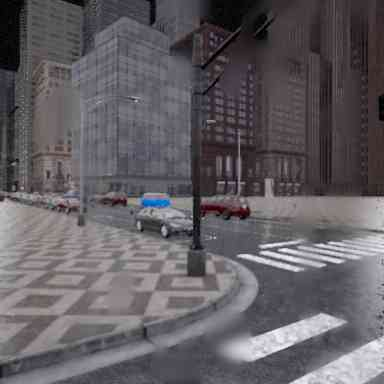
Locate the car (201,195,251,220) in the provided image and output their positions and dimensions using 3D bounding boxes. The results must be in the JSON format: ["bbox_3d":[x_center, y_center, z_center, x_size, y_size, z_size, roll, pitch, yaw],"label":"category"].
[{"bbox_3d":[2.429,1.157,26.108,2.192,1.841,5.009,1,0,-35],"label":"car"}]

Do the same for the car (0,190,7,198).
[{"bbox_3d":[-39.334,0.665,70.109,1.947,1.339,4.313,1,0,-35],"label":"car"}]

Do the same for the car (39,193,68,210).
[{"bbox_3d":[-14.020,1.128,34.520,2.008,1.369,4.403,1,0,-35],"label":"car"}]

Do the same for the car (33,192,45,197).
[{"bbox_3d":[-38.714,0.603,83.945,1.887,1.381,4.507,1,0,-35],"label":"car"}]

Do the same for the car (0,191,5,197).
[{"bbox_3d":[-45.563,0.536,78.868,1.752,1.417,4.829,1,0,-35],"label":"car"}]

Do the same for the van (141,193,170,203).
[{"bbox_3d":[-3.900,1.037,35.006,1.690,1.788,3.998,1,0,-35],"label":"van"}]

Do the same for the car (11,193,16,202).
[{"bbox_3d":[-26.675,0.756,52.316,1.967,1.590,4.097,1,0,-35],"label":"car"}]

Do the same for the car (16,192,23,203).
[{"bbox_3d":[-23.513,0.928,47.867,2.008,1.369,4.403,1,0,-35],"label":"car"}]

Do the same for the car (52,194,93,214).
[{"bbox_3d":[-10.856,1.193,30.072,1.887,1.381,4.507,1,0,-35],"label":"car"}]

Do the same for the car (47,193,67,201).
[{"bbox_3d":[-23.831,0.859,58.613,2.033,1.411,5.357,0,0,-38],"label":"car"}]

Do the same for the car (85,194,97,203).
[{"bbox_3d":[-13.398,1.042,48.354,2.008,1.369,4.403,1,0,-35],"label":"car"}]

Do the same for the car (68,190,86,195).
[{"bbox_3d":[-17.280,0.662,49.369,2.150,2.045,5.566,0,1,-35],"label":"car"}]

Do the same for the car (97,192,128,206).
[{"bbox_3d":[-10.229,0.873,43.905,2.192,1.841,5.009,1,0,-35],"label":"car"}]

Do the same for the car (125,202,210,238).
[{"bbox_3d":[-1.365,1.420,16.726,2.008,1.369,4.403,1,0,-35],"label":"car"}]

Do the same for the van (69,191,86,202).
[{"bbox_3d":[-19.724,0.705,57.252,1.690,1.788,3.998,1,0,-35],"label":"van"}]

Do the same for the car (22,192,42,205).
[{"bbox_3d":[-20.349,0.993,43.418,2.008,1.369,4.403,1,0,-35],"label":"car"}]

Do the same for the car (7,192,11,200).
[{"bbox_3d":[-29.841,0.801,56.764,1.887,1.381,4.507,1,0,-35],"label":"car"}]
